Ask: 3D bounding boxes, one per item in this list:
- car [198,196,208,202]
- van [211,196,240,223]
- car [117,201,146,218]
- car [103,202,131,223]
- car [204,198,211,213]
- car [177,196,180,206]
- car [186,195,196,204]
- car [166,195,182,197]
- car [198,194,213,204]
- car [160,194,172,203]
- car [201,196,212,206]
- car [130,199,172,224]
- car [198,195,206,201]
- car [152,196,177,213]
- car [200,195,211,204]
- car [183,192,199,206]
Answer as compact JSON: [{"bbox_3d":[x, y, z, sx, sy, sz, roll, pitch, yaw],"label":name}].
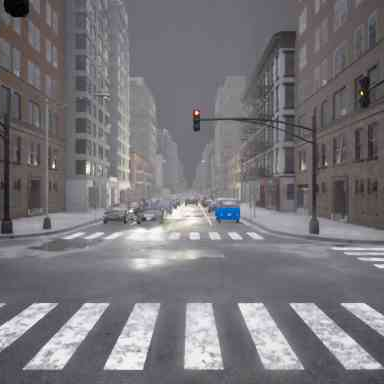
[{"bbox_3d":[2.519,1.524,76.068,2.008,1.369,4.403,0,0,0],"label":"car"},{"bbox_3d":[2.598,1.340,24.937,1.690,1.788,3.998,0,0,0],"label":"van"},{"bbox_3d":[-5.436,1.543,30.597,1.887,1.381,4.507,0,0,0],"label":"car"},{"bbox_3d":[-5.427,1.549,24.915,2.008,1.369,4.403,0,0,0],"label":"car"},{"bbox_3d":[2.580,1.580,36.299,1.802,1.307,4.206,0,0,0],"label":"car"},{"bbox_3d":[-2.914,1.560,43.136,1.994,1.385,4.181,0,0,0],"label":"car"},{"bbox_3d":[-0.101,1.459,65.064,1.882,1.535,5.008,0,0,0],"label":"car"},{"bbox_3d":[-2.889,1.554,53.158,1.994,1.385,4.181,0,0,1],"label":"car"},{"bbox_3d":[2.554,1.305,53.343,2.192,1.841,5.009,0,0,0],"label":"car"},{"bbox_3d":[-5.497,1.292,70.370,2.192,1.841,5.009,0,0,0],"label":"car"},{"bbox_3d":[2.563,1.576,47.662,1.802,1.307,4.206,0,0,0],"label":"car"},{"bbox_3d":[-2.876,1.490,24.467,2.128,1.511,4.902,0,0,-1],"label":"car"},{"bbox_3d":[2.502,1.530,87.431,1.947,1.339,4.313,0,0,0],"label":"car"},{"bbox_3d":[-2.903,1.476,33.910,1.882,1.535,5.008,0,0,0],"label":"car"},{"bbox_3d":[2.537,1.421,64.706,1.967,1.590,4.097,0,0,0],"label":"car"},{"bbox_3d":[-0.086,1.340,55.032,2.097,1.767,4.553,0,0,0],"label":"car"}]
